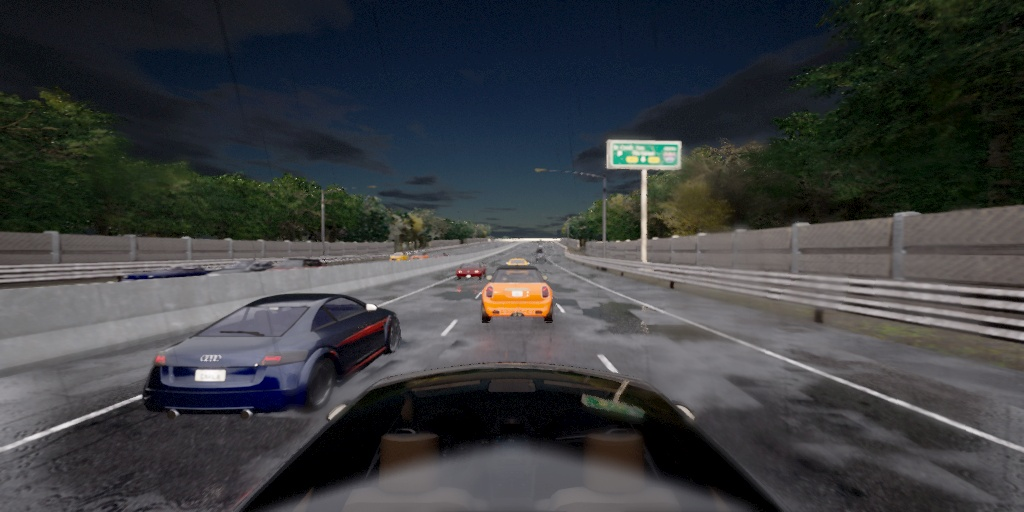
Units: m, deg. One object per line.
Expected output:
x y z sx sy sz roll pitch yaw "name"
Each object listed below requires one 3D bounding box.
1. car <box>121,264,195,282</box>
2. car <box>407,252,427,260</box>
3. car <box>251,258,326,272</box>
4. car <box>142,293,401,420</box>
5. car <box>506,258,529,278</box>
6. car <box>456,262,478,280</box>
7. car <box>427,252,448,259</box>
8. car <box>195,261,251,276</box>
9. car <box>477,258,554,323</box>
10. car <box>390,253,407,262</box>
-20.896 1.211 22.237 1.895 1.301 4.718 0 1 1 "car"
-15.959 0.157 61.950 2.097 1.767 4.553 0 2 4 "car"
-13.875 0.954 23.044 2.097 1.767 4.553 0 1 1 "car"
-3.375 1.304 6.029 1.994 1.385 4.181 0 0 0 "car"
0.503 0.966 31.065 1.882 1.535 5.008 0 1 1 "car"
-3.074 1.136 28.115 1.895 1.301 4.718 0 1 1 "car"
-12.465 0.161 61.751 2.097 1.767 4.553 0 2 3 "car"
-17.367 1.087 23.521 2.128 1.511 4.902 0 1 1 "car"
0.168 1.064 12.181 2.097 1.767 4.553 0 0 0 "car"
-19.451 0.281 62.076 1.882 1.535 5.008 0 2 3 "car"
